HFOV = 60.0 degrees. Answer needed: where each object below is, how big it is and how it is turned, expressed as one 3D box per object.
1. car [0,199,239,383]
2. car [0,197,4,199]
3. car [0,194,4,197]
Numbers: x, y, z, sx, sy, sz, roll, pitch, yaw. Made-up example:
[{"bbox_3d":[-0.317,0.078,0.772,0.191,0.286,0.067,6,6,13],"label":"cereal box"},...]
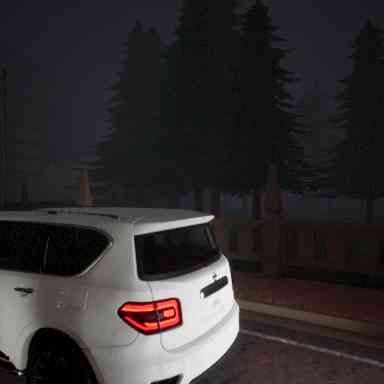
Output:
[{"bbox_3d":[-2.108,1.221,4.740,5.566,2.045,2.150,0,0,29],"label":"car"},{"bbox_3d":[-19.962,1.581,35.697,1.812,1.442,4.674,0,0,22],"label":"car"},{"bbox_3d":[-23.351,1.277,36.663,2.150,2.045,5.566,0,0,22],"label":"car"}]
